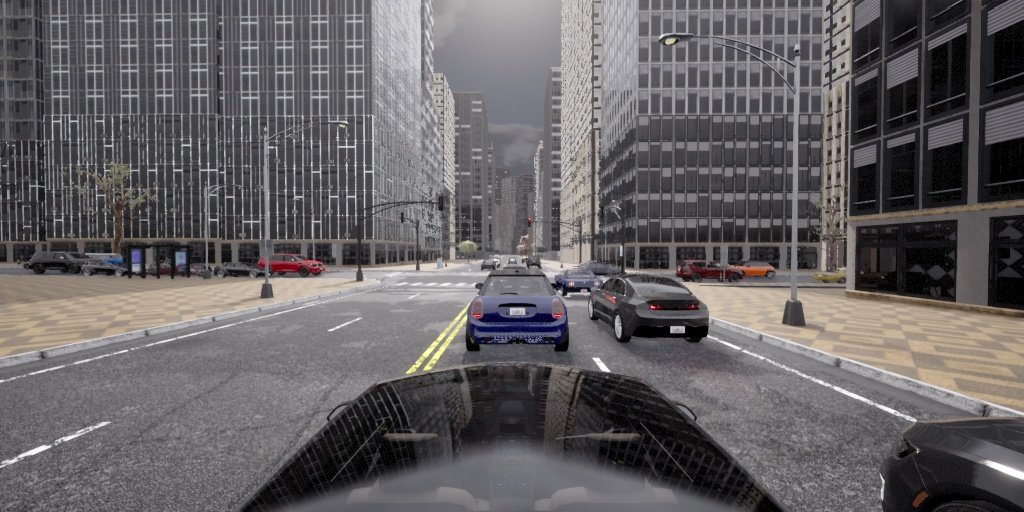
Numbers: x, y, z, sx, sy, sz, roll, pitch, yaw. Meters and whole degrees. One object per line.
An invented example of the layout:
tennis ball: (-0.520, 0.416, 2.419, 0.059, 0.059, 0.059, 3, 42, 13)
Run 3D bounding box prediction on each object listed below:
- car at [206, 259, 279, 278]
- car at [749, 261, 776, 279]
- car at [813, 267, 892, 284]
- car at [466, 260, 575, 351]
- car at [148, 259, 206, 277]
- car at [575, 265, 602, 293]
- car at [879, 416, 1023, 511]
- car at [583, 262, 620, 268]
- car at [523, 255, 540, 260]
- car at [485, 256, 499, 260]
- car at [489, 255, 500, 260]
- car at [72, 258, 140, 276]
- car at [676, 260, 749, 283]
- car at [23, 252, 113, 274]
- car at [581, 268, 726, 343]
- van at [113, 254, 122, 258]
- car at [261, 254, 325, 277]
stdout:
car: (-22.690, 1.174, 30.285, 4.313, 1.339, 1.948, 0, 0, 1)
car: (23.163, 1.277, 35.345, 4.553, 1.767, 2.097, 1, 1, 1)
car: (27.682, 1.579, 29.486, 4.829, 1.417, 1.751, 0, 0, 1)
car: (0.110, 1.099, 9.100, 2.097, 1.767, 4.553, 0, 0, 0)
car: (-28.374, 1.138, 30.427, 4.207, 1.307, 1.802, 0, 0, 1)
car: (3.376, 1.341, 19.017, 1.895, 1.301, 4.718, 0, 0, 0)
car: (3.345, 1.255, 0.308, 1.837, 1.490, 4.892, 0, 0, 0)
car: (7.941, 1.341, 35.240, 5.357, 1.411, 2.033, 0, 1, -6)
car: (3.407, 0.930, 57.917, 2.150, 2.045, 5.566, 0, 0, 1)
car: (-3.271, 1.193, 50.633, 1.882, 1.535, 5.008, 0, 0, 0)
car: (-3.242, 0.925, 60.582, 2.150, 2.045, 5.566, 0, 0, 0)
car: (-34.054, 1.069, 30.608, 4.313, 1.339, 1.948, 0, 0, 1)
car: (16.234, 1.269, 29.700, 5.009, 1.841, 2.192, 0, 0, 1)
car: (-41.332, 0.616, 33.405, 5.566, 2.045, 2.150, 1, 1, 2)
car: (3.361, 1.251, 9.706, 1.837, 1.490, 4.892, 0, 0, 0)
van: (-45.233, 0.605, 39.286, 3.998, 1.789, 1.690, 0, 0, 1)
car: (-20.236, 0.808, 32.934, 5.566, 2.045, 2.150, 0, 1, 1)
